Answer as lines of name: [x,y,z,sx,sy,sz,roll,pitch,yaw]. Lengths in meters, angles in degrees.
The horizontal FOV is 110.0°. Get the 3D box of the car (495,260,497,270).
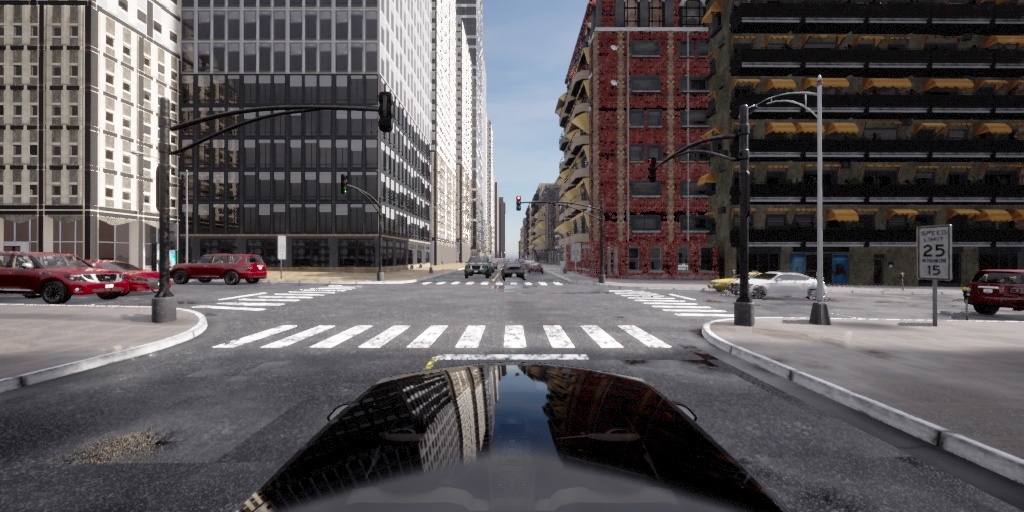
car: [-3.085,1.286,43.704,1.812,1.442,4.674,0,0,0]

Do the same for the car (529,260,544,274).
car: [2.749,1.341,41.728,1.802,1.307,4.207,0,0,0]

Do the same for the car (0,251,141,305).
car: [-17.573,0.757,13.373,5.009,1.841,2.192,0,0,0]

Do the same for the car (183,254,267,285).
car: [-17.706,0.776,21.753,5.009,1.841,2.192,0,0,0]

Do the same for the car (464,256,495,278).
car: [-3.093,0.977,33.630,2.150,2.045,5.566,0,0,0]

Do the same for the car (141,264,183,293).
car: [-18.158,0.916,15.960,5.008,1.535,1.882,1,0,0]

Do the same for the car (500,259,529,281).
car: [0.098,1.256,30.660,1.837,1.490,4.892,-1,0,-2]

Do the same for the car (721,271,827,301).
car: [14.332,1.571,19.438,4.674,1.442,1.812,1,0,0]

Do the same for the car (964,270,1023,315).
car: [20.601,1.461,13.731,5.009,1.841,2.192,0,0,0]

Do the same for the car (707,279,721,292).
car: [14.634,1.587,22.028,4.829,1.417,1.751,0,0,0]
